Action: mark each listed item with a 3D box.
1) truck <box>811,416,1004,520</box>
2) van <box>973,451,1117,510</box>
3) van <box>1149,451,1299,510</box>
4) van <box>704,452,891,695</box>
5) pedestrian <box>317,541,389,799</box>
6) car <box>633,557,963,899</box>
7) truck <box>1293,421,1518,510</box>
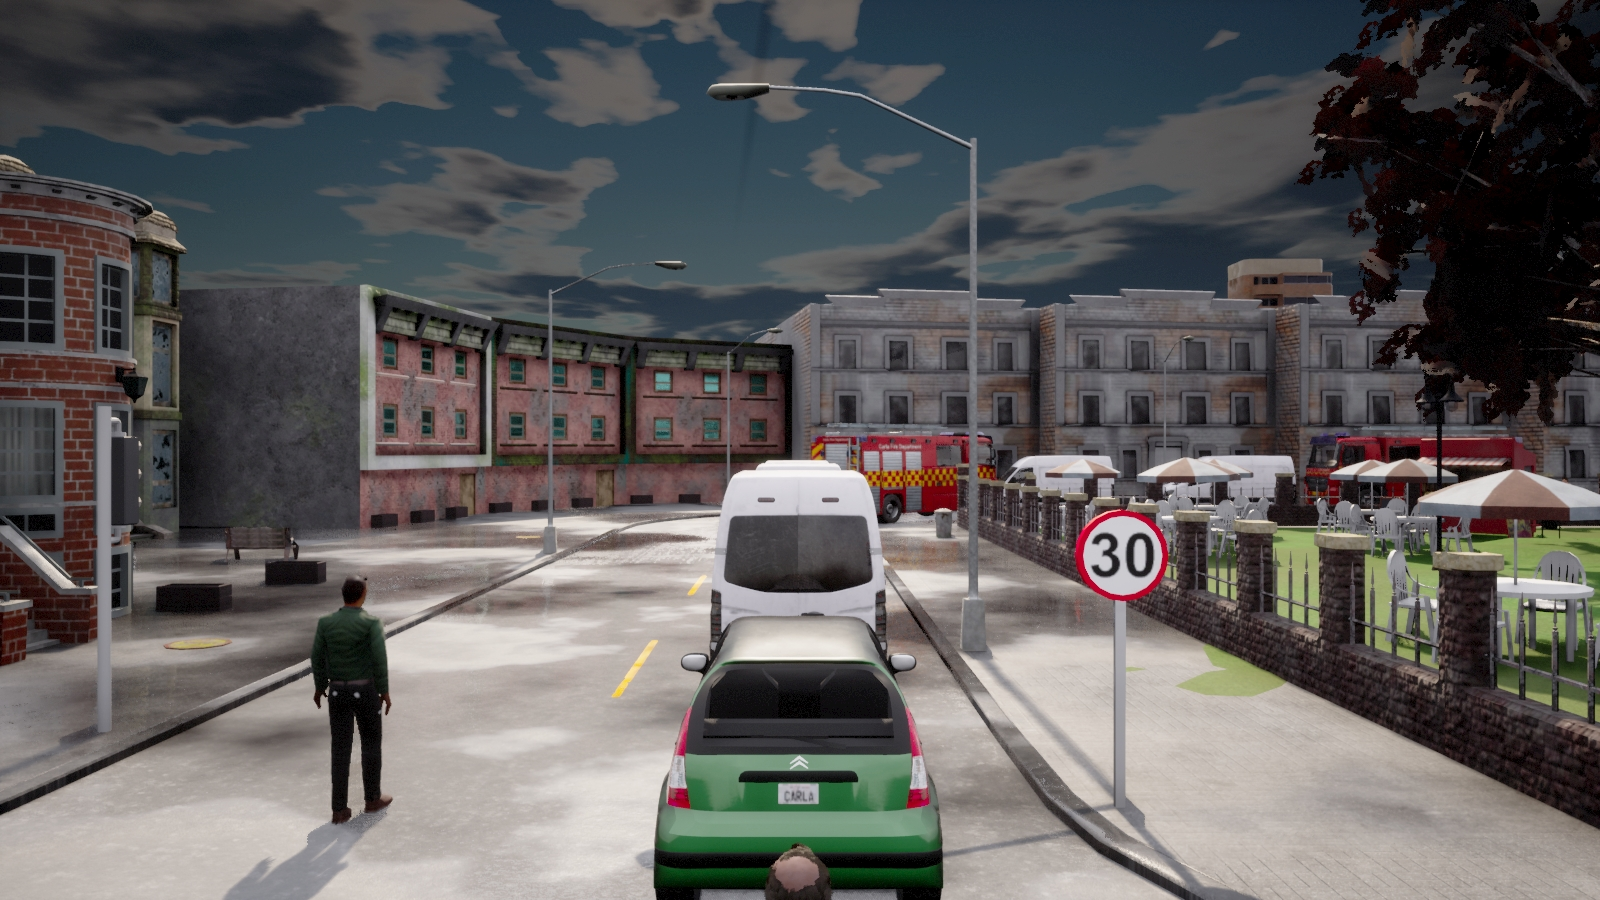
[{"bbox_3d":[4.502,0.672,46.247,8.468,3.827,2.891,0,0,-43],"label":"truck"},{"bbox_3d":[10.768,1.314,50.430,5.915,2.561,1.988,0,0,0],"label":"van"},{"bbox_3d":[18.656,1.314,50.452,5.915,2.561,1.988,0,0,0],"label":"van"},{"bbox_3d":[-0.025,1.315,15.105,1.988,2.561,5.915,0,0,0],"label":"van"},{"bbox_3d":[-3.348,1.628,8.569,0.375,1.860,0.375,0,0,5],"label":"pedestrian"},{"bbox_3d":[-0.015,1.779,8.404,1.851,1.617,3.988,0,0,0],"label":"car"},{"bbox_3d":[26.739,0.670,50.713,8.468,3.827,2.891,0,0,0],"label":"truck"}]
